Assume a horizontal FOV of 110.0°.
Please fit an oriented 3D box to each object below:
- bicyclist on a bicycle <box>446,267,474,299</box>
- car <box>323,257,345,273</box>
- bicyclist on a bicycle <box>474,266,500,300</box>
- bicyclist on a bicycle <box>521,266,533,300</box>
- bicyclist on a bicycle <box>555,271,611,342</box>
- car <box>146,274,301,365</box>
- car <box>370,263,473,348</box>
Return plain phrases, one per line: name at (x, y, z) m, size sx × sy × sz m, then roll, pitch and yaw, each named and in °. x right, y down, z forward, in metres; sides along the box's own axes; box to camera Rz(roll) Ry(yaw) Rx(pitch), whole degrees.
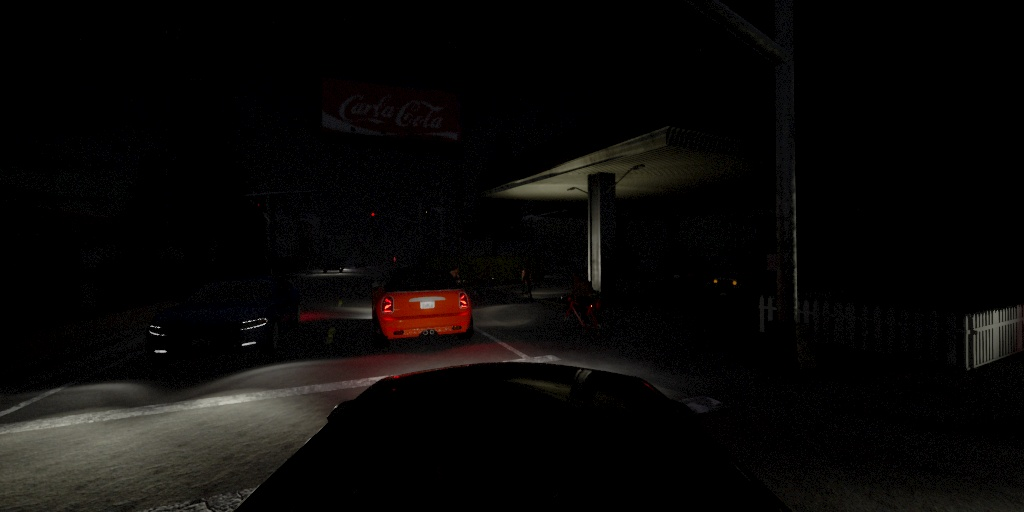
bicyclist on a bicycle at (-2.660, 1.310, 16.386) m, size 1.656 × 1.620 × 0.582 m, roll 1°, pitch 0°, yaw 37°
car at (-23.808, 1.173, 47.775) m, size 2.150 × 2.045 × 5.566 m, roll 0°, pitch 0°, yaw -25°
bicyclist on a bicycle at (-1.356, 1.336, 17.770) m, size 1.656 × 1.620 × 0.582 m, roll 0°, pitch 0°, yaw -21°
bicyclist on a bicycle at (0.753, 1.326, 17.890) m, size 0.582 × 1.620 × 1.656 m, roll -1°, pitch 0°, yaw 16°
bicyclist on a bicycle at (1.687, 1.198, 8.683) m, size 0.582 × 1.620 × 1.656 m, roll 3°, pitch -2°, yaw -43°
car at (-6.274, 1.210, 8.381) m, size 1.882 × 1.535 × 5.008 m, roll 0°, pitch 0°, yaw -23°
car at (-2.563, 1.052, 9.459) m, size 2.097 × 1.767 × 4.553 m, roll 0°, pitch 0°, yaw -22°
